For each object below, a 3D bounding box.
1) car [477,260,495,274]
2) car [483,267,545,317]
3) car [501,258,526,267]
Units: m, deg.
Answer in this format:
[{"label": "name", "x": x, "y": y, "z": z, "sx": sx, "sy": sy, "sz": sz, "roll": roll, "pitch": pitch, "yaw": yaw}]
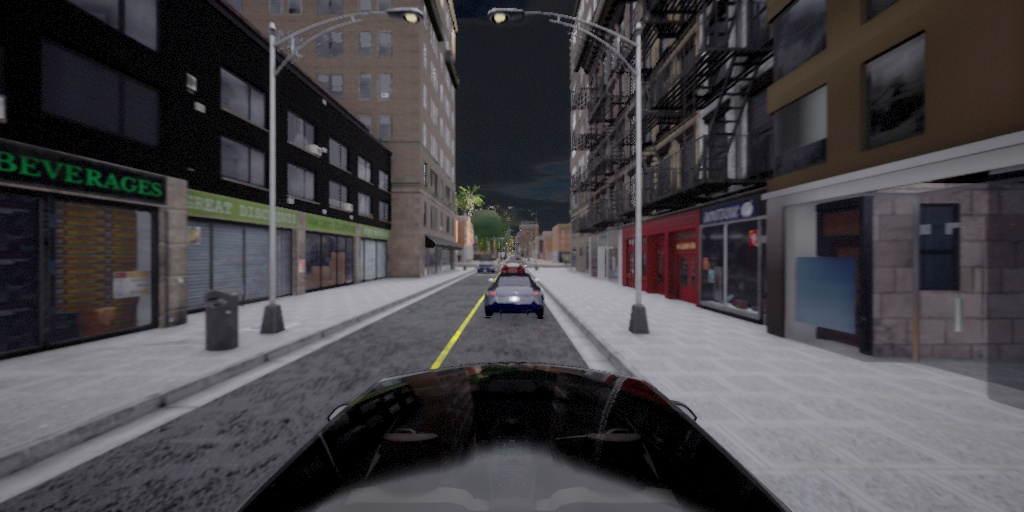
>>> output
[{"label": "car", "x": -2.817, "y": 1.206, "z": 40.299, "sx": 2.033, "sy": 1.411, "sz": 5.357, "roll": 0, "pitch": 0, "yaw": 0}, {"label": "car", "x": 0.082, "y": 1.283, "z": 12.986, "sx": 1.994, "sy": 1.385, "sz": 4.181, "roll": 0, "pitch": 0, "yaw": 0}, {"label": "car", "x": 0.084, "y": 1.158, "z": 29.126, "sx": 1.882, "sy": 1.535, "sz": 5.008, "roll": 0, "pitch": 0, "yaw": 0}]
